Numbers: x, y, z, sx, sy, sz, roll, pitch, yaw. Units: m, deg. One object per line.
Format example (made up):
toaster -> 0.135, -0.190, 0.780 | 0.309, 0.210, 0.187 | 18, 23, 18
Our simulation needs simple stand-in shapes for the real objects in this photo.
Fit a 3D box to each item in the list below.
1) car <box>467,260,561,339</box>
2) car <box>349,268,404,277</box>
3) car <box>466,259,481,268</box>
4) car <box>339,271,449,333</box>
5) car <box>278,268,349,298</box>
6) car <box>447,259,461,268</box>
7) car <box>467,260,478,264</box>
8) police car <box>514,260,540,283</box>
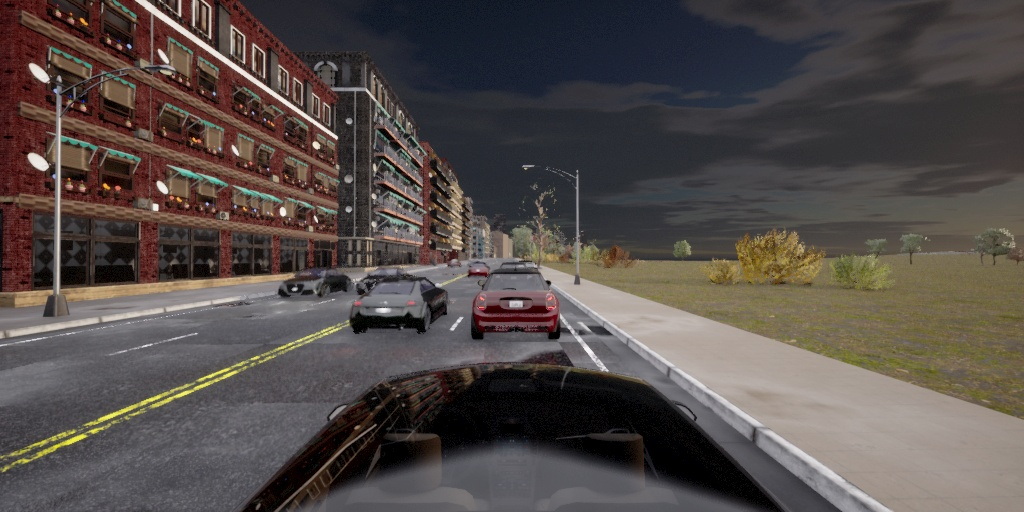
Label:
car -> 0.083, 1.103, 10.185 | 2.097, 1.767, 4.553 | 0, 0, 0
car -> -6.619, 1.316, 19.122 | 1.994, 1.385, 4.181 | 0, 0, 0
car -> -6.630, 1.315, 62.256 | 1.994, 1.385, 4.181 | 0, 0, 0
car -> -3.163, 1.315, 10.817 | 1.994, 1.385, 4.181 | 0, 0, 0
car -> -9.868, 1.316, 18.294 | 1.994, 1.385, 4.181 | 0, 0, 0
car -> -9.882, 1.276, 61.292 | 1.812, 1.442, 4.674 | 0, 0, 0
car -> -3.186, 1.318, 35.669 | 1.994, 1.385, 4.181 | 0, 0, 0
police car -> 1.108, 1.178, 29.453 | 1.930, 1.638, 5.238 | 0, 0, 0
